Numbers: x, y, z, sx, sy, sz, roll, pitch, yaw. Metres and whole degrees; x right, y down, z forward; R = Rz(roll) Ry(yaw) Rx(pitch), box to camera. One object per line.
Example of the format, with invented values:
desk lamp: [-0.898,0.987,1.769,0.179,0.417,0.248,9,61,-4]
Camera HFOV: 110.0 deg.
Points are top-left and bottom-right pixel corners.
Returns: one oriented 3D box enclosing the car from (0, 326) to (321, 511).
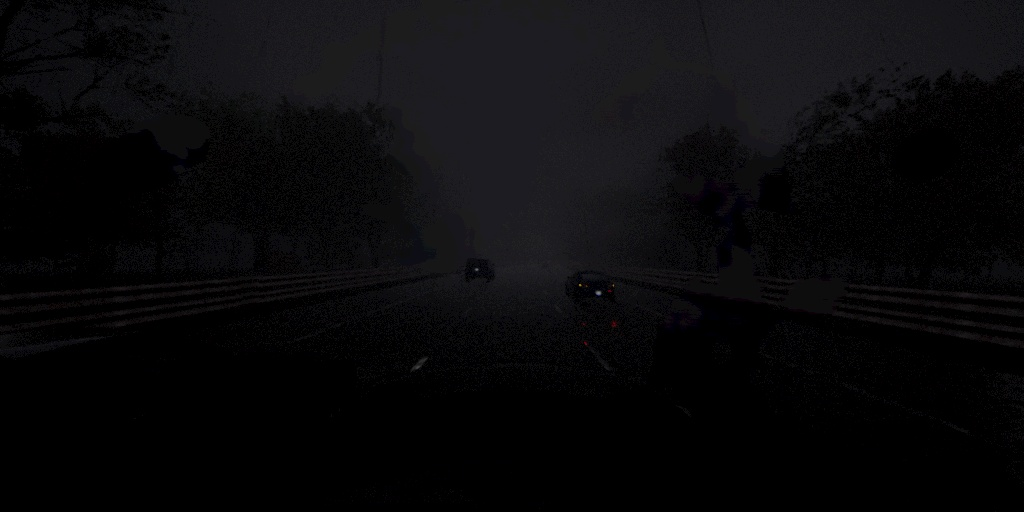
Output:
car: [-3.424,1.278,2.756,1.812,1.442,4.674,0,0,0]

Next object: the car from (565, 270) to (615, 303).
car: [3.765,1.422,17.724,1.812,1.442,4.674,0,0,1]

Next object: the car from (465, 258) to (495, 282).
car: [-2.821,1.241,32.270,2.150,2.045,5.566,0,0,2]
